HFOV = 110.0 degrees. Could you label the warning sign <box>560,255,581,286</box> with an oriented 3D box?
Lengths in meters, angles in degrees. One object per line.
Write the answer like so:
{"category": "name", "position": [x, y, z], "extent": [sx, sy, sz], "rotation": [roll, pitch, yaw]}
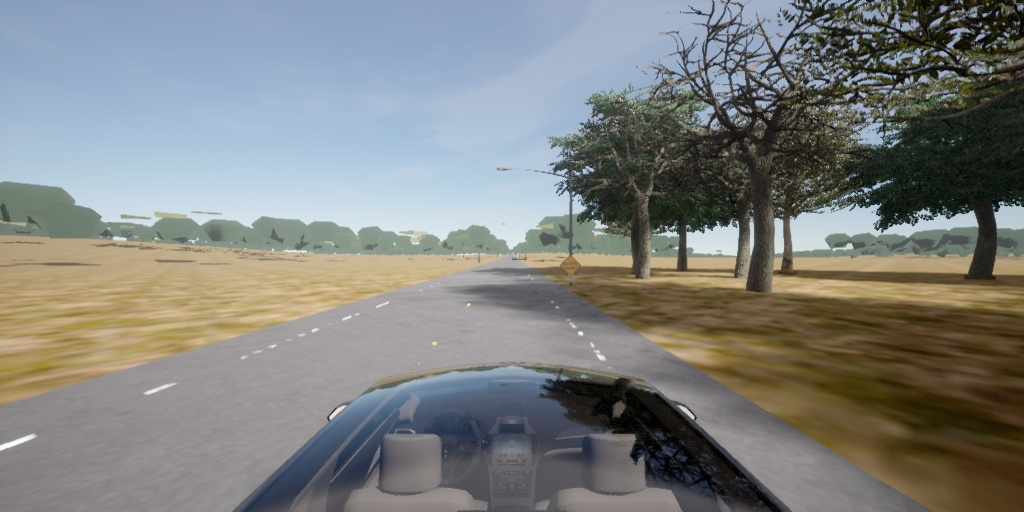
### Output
{"category": "warning sign", "position": [3.550, 0.858, 21.599], "extent": [1.300, 1.860, 1.060], "rotation": [0, 0, 0]}
